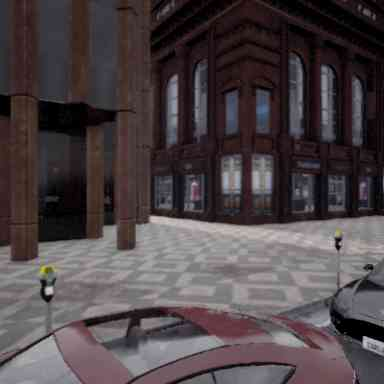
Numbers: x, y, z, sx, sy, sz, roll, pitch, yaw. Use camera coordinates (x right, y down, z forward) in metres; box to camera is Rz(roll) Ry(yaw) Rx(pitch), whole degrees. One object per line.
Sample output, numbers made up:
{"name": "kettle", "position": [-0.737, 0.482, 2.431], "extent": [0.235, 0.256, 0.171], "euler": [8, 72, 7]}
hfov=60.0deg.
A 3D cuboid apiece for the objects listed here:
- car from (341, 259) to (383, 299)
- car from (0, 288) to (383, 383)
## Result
{"name": "car", "position": [4.080, 1.564, 5.422], "extent": [4.313, 1.339, 1.947], "euler": [0, 0, -35]}
{"name": "car", "position": [-0.518, 1.573, 2.162], "extent": [4.206, 1.307, 1.802], "euler": [0, 0, -35]}
